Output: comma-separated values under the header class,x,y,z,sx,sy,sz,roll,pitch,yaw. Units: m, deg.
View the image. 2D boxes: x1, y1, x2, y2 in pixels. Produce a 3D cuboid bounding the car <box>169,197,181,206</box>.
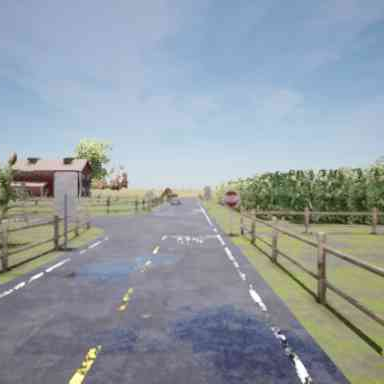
class,x,y,z,sx,sy,sz,roll,pitch,yaw
car,-2.778,1.567,56.885,1.812,1.442,4.674,0,1,0
